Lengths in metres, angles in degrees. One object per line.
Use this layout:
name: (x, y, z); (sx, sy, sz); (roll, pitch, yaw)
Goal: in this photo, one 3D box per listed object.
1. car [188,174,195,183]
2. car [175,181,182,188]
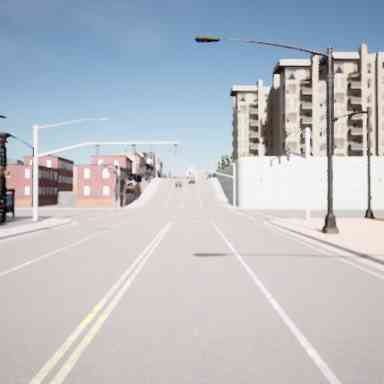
car: (-0.062, -3.308, 94.632); (1.895, 1.301, 4.718); (0, 11, 0)
car: (-3.558, -2.004, 87.943); (2.128, 1.511, 4.902); (0, 12, 0)
